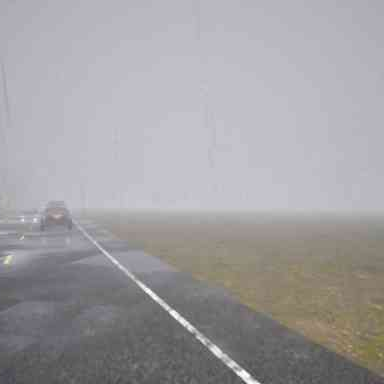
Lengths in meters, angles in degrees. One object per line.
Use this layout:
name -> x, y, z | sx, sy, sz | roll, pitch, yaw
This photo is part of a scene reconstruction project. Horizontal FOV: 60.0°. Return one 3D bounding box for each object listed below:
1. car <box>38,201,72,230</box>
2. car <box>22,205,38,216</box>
car -> -10.273, 1.843, 25.255 | 2.097, 1.767, 4.553 | 0, -1, -22
car -> -22.804, 2.536, 47.121 | 1.812, 1.442, 4.674 | 0, -1, -21
